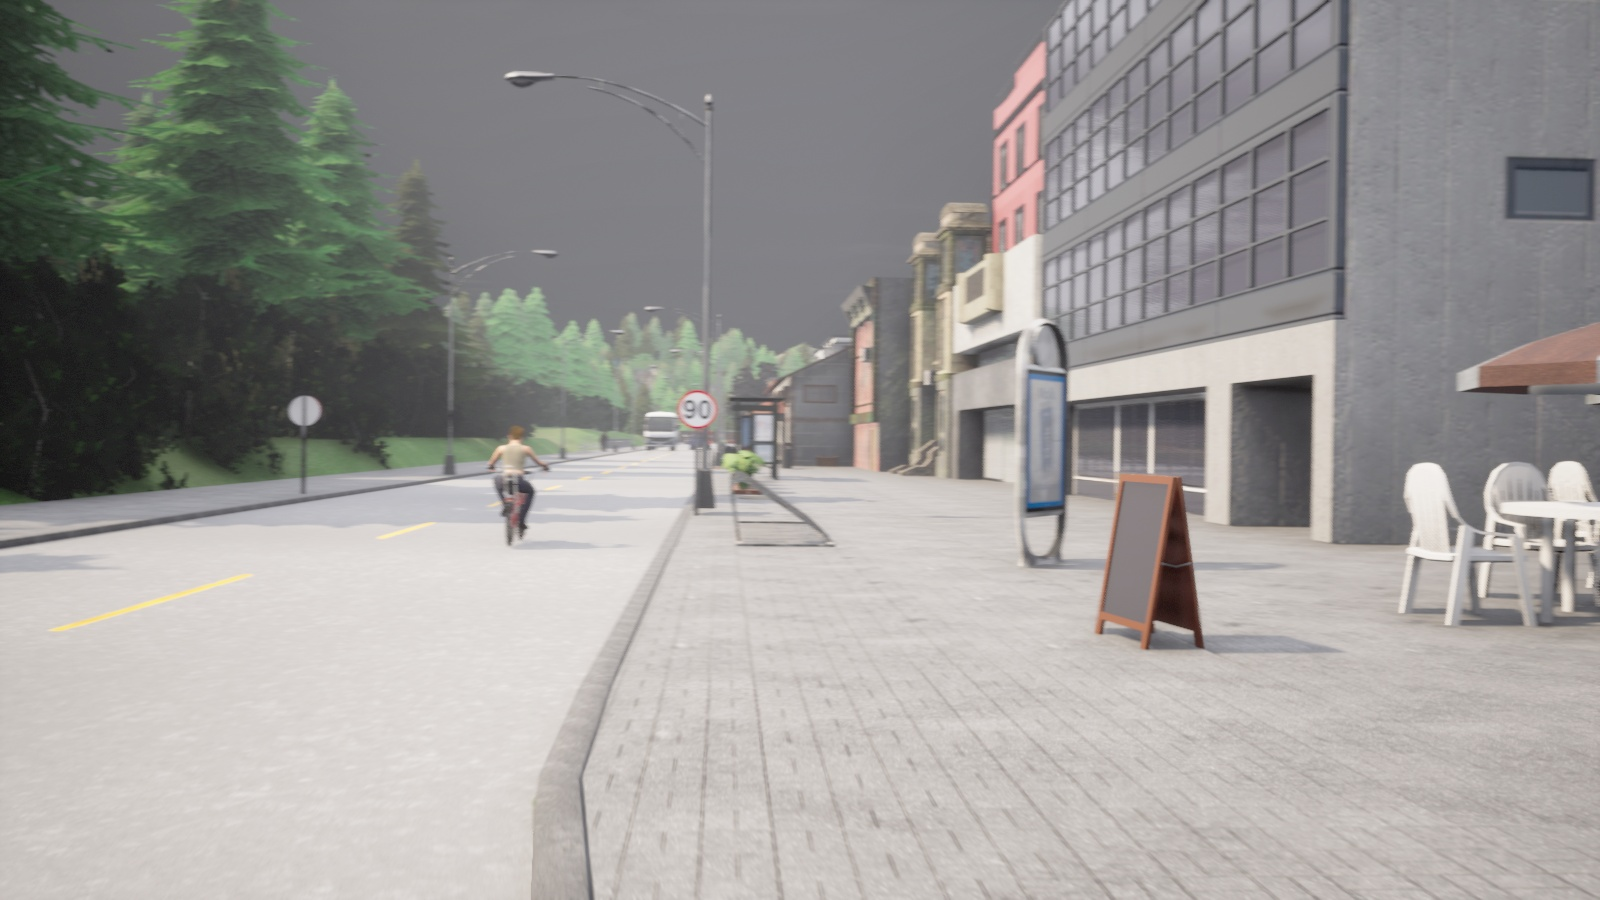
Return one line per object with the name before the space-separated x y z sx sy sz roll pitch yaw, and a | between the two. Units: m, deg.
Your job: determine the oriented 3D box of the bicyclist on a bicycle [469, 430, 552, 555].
bicyclist on a bicycle | -3.902 0.541 17.042 0.866 1.612 1.509 0 0 -4
